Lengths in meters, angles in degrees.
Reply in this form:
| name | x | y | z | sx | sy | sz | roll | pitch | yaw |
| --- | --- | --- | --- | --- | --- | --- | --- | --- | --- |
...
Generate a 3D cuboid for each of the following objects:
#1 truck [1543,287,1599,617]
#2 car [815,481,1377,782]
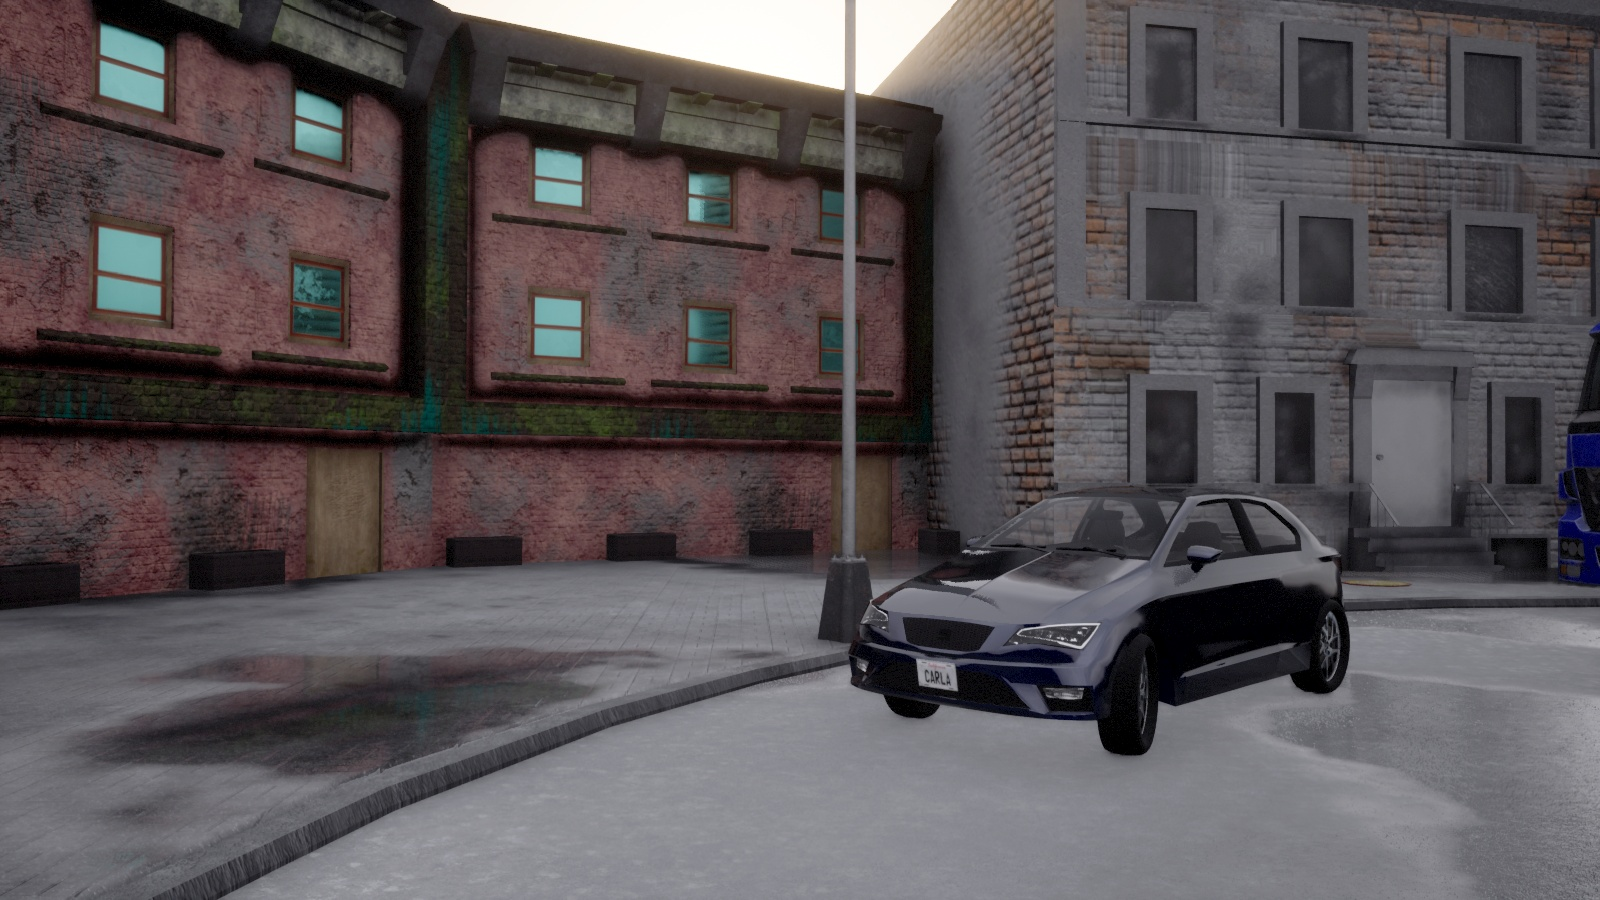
| name | x | y | z | sx | sy | sz | roll | pitch | yaw |
| --- | --- | --- | --- | --- | --- | --- | --- | --- | --- |
| truck | 12.379 | -0.002 | 12.812 | 7.936 | 3.462 | 2.891 | 0 | -1 | -3 |
| car | 2.194 | 0.963 | 8.457 | 1.816 | 1.474 | 4.193 | -1 | -1 | 43 |
